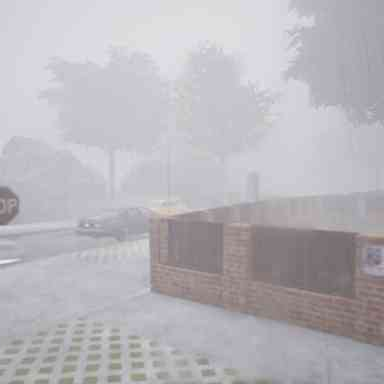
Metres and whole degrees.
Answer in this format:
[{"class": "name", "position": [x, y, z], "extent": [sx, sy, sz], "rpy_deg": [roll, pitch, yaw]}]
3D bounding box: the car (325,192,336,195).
[{"class": "car", "position": [20.120, 0.730, 48.655], "extent": [1.882, 1.535, 5.008], "rpy_deg": [0, 1, 35]}]

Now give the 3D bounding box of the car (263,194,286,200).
[{"class": "car", "position": [9.560, 1.013, 38.440], "extent": [1.837, 1.490, 4.892], "rpy_deg": [0, 0, 35]}]

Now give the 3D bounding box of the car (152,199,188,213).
[{"class": "car", "position": [-2.221, 1.256, 21.577], "extent": [1.882, 1.535, 5.008], "rpy_deg": [0, 1, 35]}]

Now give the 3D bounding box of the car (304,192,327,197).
[{"class": "car", "position": [14.598, 1.026, 40.642], "extent": [1.895, 1.301, 4.718], "rpy_deg": [0, 1, 35]}]

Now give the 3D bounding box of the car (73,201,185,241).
[{"class": "car", "position": [-2.860, 1.381, 15.675], "extent": [2.033, 1.411, 5.357], "rpy_deg": [0, 1, 35]}]
